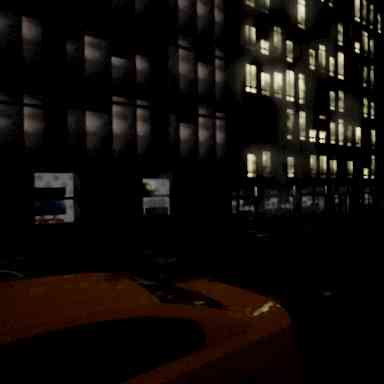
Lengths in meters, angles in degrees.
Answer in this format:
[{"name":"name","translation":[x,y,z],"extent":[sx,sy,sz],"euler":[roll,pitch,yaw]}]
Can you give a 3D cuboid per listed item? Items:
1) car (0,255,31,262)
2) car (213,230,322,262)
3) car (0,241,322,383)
[{"name":"car","translation":[-3.420,1.554,4.133],"extent":[4.403,1.369,2.008],"euler":[-1,0,-35]},{"name":"car","translation":[1.213,1.543,7.425],"extent":[4.206,1.307,1.802],"euler":[-1,0,-35]},{"name":"car","translation":[-1.349,1.476,2.416],"extent":[5.008,1.535,1.882],"euler":[-1,0,-35]}]
